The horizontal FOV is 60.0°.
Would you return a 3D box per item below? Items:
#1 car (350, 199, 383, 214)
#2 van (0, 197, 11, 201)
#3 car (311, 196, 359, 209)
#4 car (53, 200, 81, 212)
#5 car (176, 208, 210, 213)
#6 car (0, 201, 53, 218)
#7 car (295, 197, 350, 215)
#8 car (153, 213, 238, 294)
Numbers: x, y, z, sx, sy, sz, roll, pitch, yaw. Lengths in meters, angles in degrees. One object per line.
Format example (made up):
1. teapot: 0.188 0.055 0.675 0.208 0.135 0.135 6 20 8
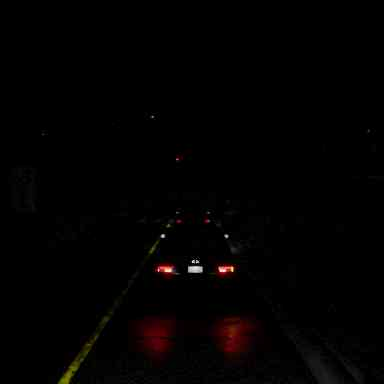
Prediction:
1. car: 16.975 1.340 30.328 4.403 1.369 2.008 -1 1 0
2. van: -21.071 1.455 38.815 3.998 1.788 1.690 -1 1 0
3. car: 16.622 1.231 38.852 4.829 1.417 1.752 -1 1 0
4. car: -15.560 1.584 38.824 4.829 1.417 1.752 -1 1 0
5. car: 0.047 1.549 18.163 1.994 1.385 4.181 0 0 0
6. car: -15.372 1.726 30.301 4.206 1.307 1.802 -1 1 0
7. car: 11.597 1.417 30.324 4.313 1.339 1.947 -1 1 0
8. car: 0.073 1.542 8.937 2.033 1.411 5.357 0 0 0
